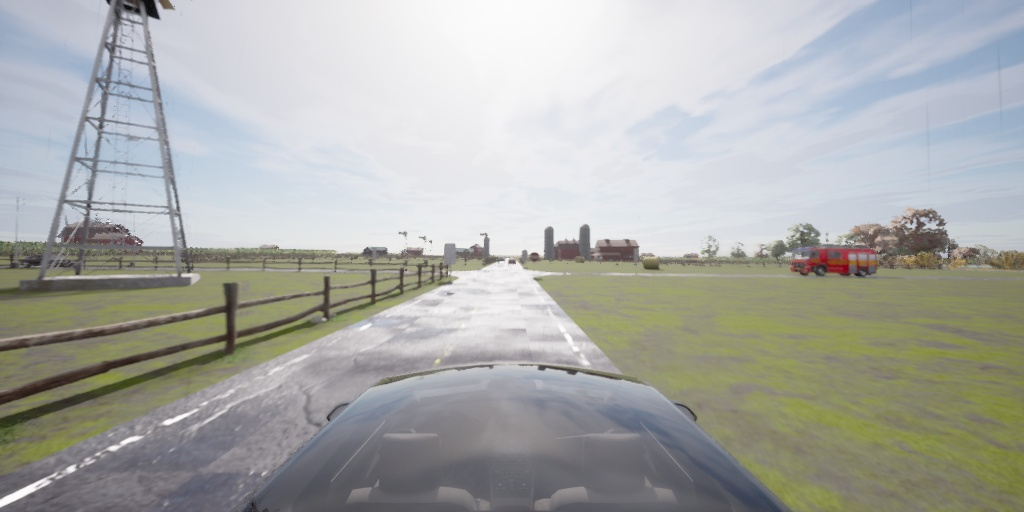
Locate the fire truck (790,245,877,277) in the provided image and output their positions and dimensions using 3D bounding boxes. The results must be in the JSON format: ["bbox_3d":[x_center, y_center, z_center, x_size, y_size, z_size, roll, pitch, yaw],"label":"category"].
[{"bbox_3d":[39.456,0.592,44.171,8.468,3.827,2.891,1,-1,-1],"label":"fire truck"}]
